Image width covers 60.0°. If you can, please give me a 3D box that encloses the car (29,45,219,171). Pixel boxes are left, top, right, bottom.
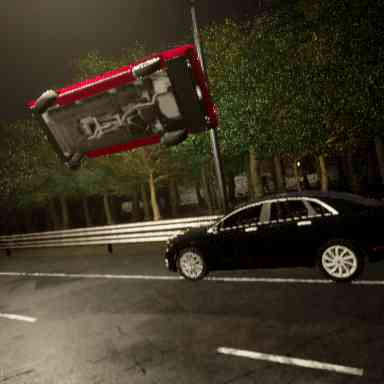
[{"bbox_3d":[-1.791,-1.966,8.192,4.718,1.895,1.301,-9,31,23],"label":"car"}]

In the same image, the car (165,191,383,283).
[{"bbox_3d":[1.628,0.851,6.946,4.892,1.490,1.837,-10,-2,31],"label":"car"}]
